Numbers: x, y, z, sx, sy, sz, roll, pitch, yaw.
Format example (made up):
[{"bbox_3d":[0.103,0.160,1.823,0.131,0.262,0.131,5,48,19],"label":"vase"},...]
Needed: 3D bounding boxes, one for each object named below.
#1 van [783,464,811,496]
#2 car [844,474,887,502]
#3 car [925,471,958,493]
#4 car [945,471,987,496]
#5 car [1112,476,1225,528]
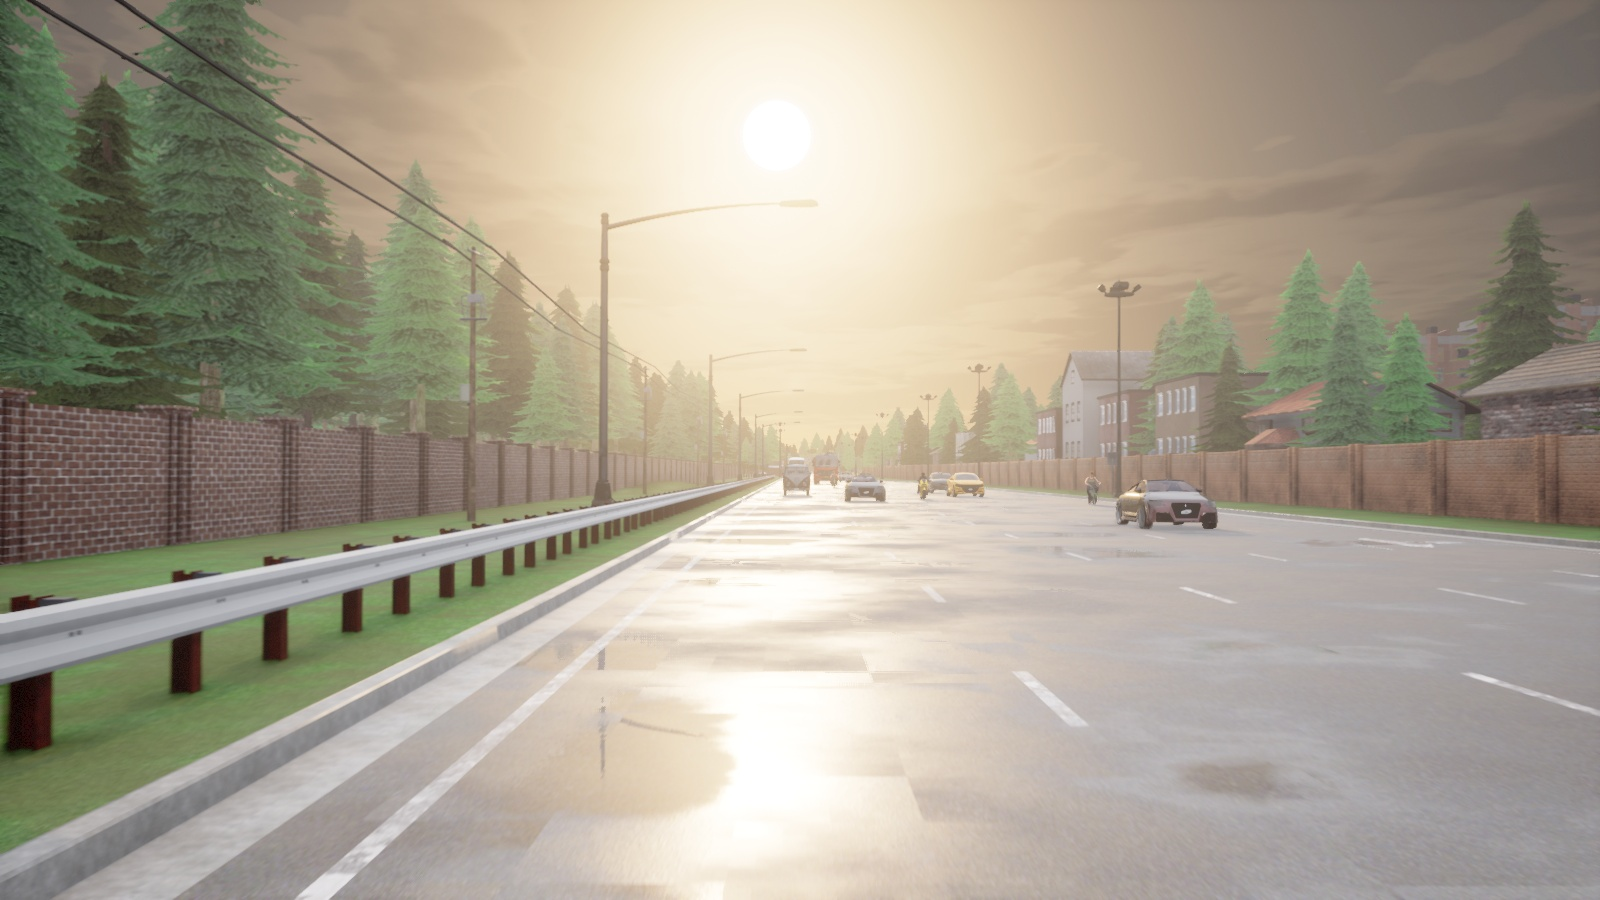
[{"bbox_3d":[-0.200,1.916,80.534,1.775,1.987,4.442,0,-1,0],"label":"van"},{"bbox_3d":[3.339,1.954,65.017,1.994,1.385,4.181,0,-1,0],"label":"car"},{"bbox_3d":[10.274,2.307,91.283,1.837,1.490,4.892,0,-1,0],"label":"car"},{"bbox_3d":[10.306,2.061,78.262,1.882,1.535,5.008,0,-1,0],"label":"car"},{"bbox_3d":[10.412,1.436,35.811,1.994,1.385,4.181,0,-1,0],"label":"car"}]
